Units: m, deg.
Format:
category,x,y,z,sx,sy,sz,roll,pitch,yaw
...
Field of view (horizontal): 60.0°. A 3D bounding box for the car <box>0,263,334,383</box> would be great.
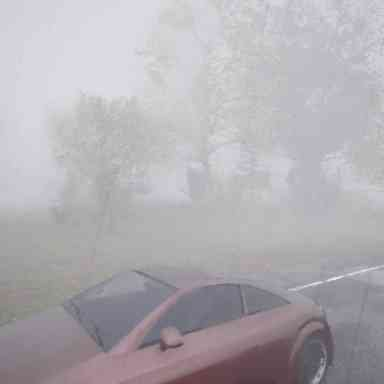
category,x,y,z,sx,sy,sz,roll,pitch,yaw
car,-0.347,1.567,3.622,4.181,1.385,1.994,0,0,-36
